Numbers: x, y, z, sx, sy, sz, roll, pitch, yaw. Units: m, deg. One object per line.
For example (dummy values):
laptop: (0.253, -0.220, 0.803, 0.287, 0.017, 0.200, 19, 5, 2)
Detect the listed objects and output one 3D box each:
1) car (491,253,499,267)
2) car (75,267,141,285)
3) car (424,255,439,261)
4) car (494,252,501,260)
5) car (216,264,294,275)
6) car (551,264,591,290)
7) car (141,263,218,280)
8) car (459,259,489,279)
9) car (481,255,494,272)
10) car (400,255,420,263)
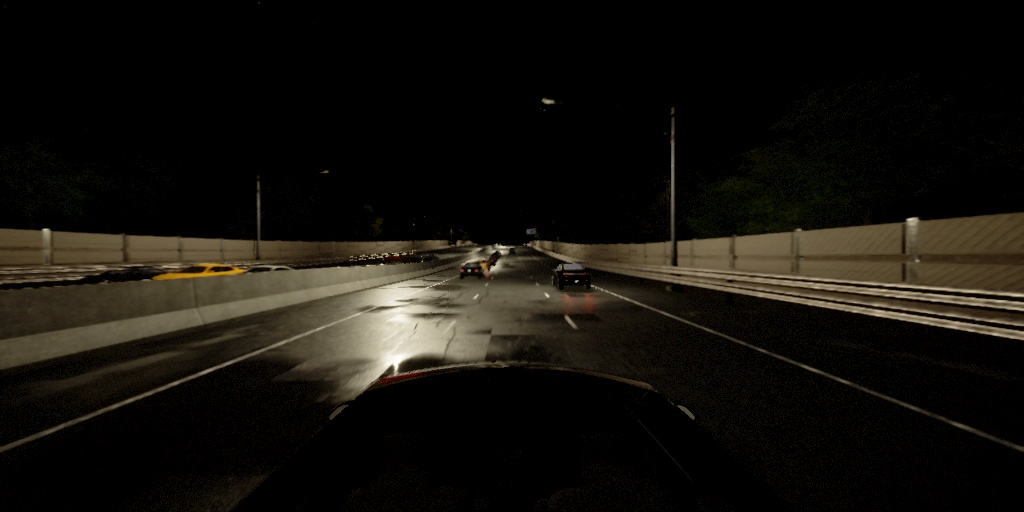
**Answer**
car: (-3.478, 0.781, 53.913, 2.163, 1.488, 4.792, 0, 2, 0)
car: (-21.075, 1.288, 19.827, 1.994, 1.385, 4.181, 0, 0, 0)
car: (-13.980, 0.509, 62.726, 2.033, 1.411, 5.357, 0, 2, 0)
car: (-3.474, 0.434, 64.879, 2.033, 1.411, 5.357, 0, 2, 0)
car: (-14.074, 1.247, 20.625, 1.812, 1.442, 4.674, 0, 0, 0)
car: (3.608, 1.210, 22.404, 2.128, 1.511, 4.902, 0, 0, 0)
car: (-17.575, 1.200, 20.512, 1.882, 1.535, 5.008, 0, 0, 0)
car: (-3.488, 1.243, 31.905, 2.033, 1.411, 5.357, 0, 0, 0)
car: (-3.483, 1.013, 43.084, 1.801, 1.575, 5.366, 0, 1, 0)
car: (-17.483, 0.521, 62.678, 1.994, 1.385, 4.181, 0, 2, 0)
